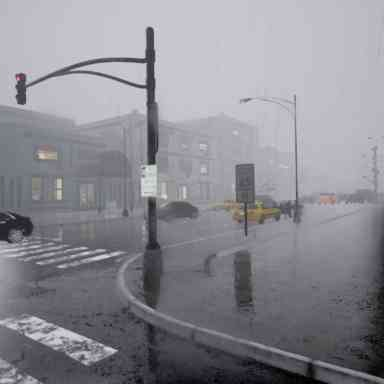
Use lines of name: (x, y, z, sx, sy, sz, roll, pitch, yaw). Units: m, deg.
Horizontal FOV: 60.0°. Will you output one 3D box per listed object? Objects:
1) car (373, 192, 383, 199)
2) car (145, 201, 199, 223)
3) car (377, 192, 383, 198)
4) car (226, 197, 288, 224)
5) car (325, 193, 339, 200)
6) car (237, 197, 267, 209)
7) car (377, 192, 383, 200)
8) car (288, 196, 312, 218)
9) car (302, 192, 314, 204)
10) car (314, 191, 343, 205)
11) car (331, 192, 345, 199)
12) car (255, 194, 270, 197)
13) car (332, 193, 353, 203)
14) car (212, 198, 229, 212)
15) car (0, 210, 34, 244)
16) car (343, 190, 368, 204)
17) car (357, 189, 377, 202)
car: (40.066, 0.723, 70.935, 1.947, 1.339, 4.313, -1, 0, 36)
car: (-1.329, 1.365, 23.823, 1.812, 1.442, 4.674, -1, 0, 36)
car: (43.144, 0.654, 75.159, 1.887, 1.381, 4.507, -1, 0, 36)
car: (4.390, 1.244, 21.836, 1.752, 1.417, 4.829, -1, 0, 36)
car: (30.037, 0.940, 71.387, 1.802, 1.307, 4.206, -1, 0, 36)
car: (7.271, 1.298, 40.055, 1.802, 1.307, 4.206, -1, 0, 36)
car: (33.559, 0.572, 61.983, 2.192, 1.841, 5.009, -1, 0, 36)
car: (7.542, 1.219, 26.175, 2.008, 1.369, 4.403, -1, 0, 36)
car: (16.487, 1.125, 48.178, 1.994, 1.385, 4.181, -1, 0, 36)
car: (19.225, 0.848, 46.678, 2.097, 1.767, 4.553, -1, 0, 35)
car: (33.288, 0.748, 75.862, 1.967, 1.590, 4.097, -1, 0, 36)
car: (6.983, 1.058, 35.258, 2.097, 1.767, 4.553, -1, 0, 36)
car: (24.472, 0.904, 53.901, 2.128, 1.511, 4.902, -1, 0, 36)
car: (3.918, 1.294, 35.441, 1.752, 1.417, 4.829, -1, 0, 36)
car: (-8.940, 1.476, 13.336, 1.837, 1.490, 4.892, 0, 0, 36)
car: (22.853, 0.927, 46.485, 1.837, 1.490, 4.892, -1, 0, 36)
car: (26.949, 0.578, 52.196, 2.150, 2.045, 5.566, -1, 0, 36)
